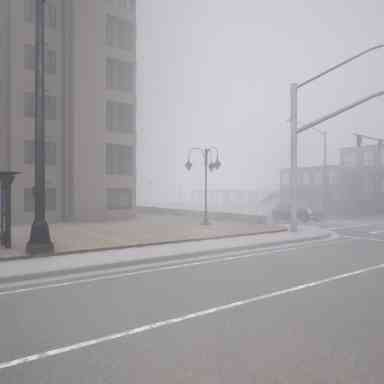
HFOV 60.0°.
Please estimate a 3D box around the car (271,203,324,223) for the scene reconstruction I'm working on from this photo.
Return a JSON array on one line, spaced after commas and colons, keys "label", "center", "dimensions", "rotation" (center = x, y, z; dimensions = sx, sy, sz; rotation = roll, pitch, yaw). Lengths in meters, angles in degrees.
[{"label": "car", "center": [9.141, 1.744, 29.119], "dimensions": [2.097, 1.767, 4.553], "rotation": [1, -5, -36]}]
